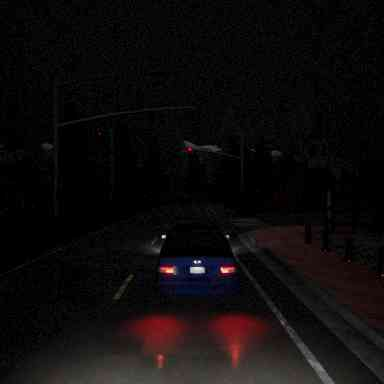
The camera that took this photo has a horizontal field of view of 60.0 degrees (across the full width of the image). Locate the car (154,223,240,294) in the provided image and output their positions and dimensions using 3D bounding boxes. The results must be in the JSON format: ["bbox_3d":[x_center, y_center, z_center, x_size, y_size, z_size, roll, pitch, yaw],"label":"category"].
[{"bbox_3d":[0.101,1.547,8.899,2.033,1.411,5.357,0,0,0],"label":"car"}]
